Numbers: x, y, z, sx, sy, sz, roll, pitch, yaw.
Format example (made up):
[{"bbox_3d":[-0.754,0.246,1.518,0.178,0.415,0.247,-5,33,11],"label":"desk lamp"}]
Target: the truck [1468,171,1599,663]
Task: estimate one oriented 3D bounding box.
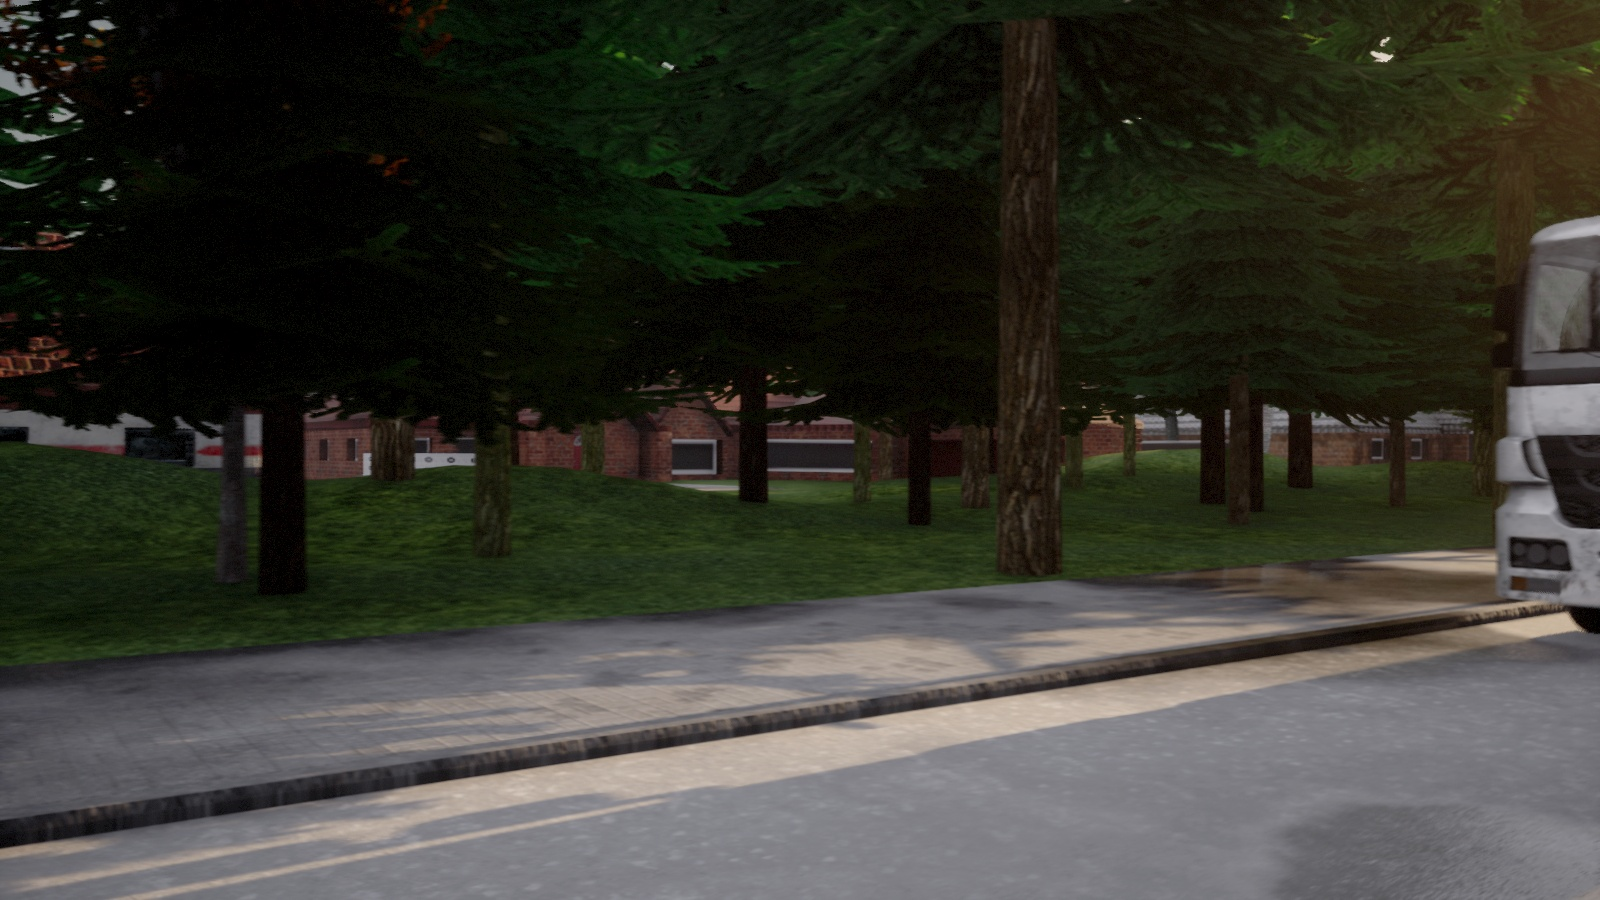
[{"bbox_3d":[9.192,-0.236,10.670,7.936,3.462,2.891,0,0,-35],"label":"truck"}]
